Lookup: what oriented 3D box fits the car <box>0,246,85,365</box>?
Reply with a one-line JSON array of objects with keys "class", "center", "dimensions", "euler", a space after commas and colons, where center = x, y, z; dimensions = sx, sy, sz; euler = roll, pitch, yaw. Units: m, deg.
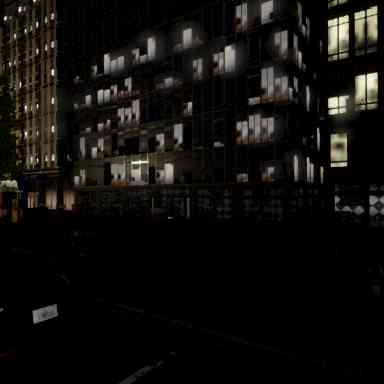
[{"class": "car", "center": [-3.538, 1.566, 5.395], "dimensions": [4.313, 1.339, 1.947], "euler": [0, 0, 35]}]
